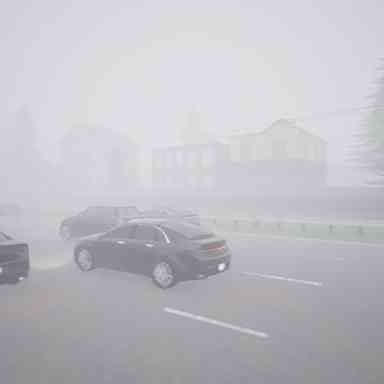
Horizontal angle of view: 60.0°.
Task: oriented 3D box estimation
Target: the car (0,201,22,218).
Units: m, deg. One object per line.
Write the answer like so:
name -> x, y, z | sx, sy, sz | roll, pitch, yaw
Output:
car -> -16.702, 1.497, 28.808 | 4.902, 1.511, 2.128 | 0, 0, 36

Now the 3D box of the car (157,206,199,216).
car -> -1.807, 1.494, 18.180 | 4.902, 1.511, 2.128 | 0, 0, 36

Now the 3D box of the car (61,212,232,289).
car -> -1.278, 1.506, 9.202 | 4.892, 1.490, 1.837 | 0, 0, 36

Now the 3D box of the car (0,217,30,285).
car -> -6.057, 1.479, 8.315 | 5.008, 1.535, 1.882 | 0, 0, 36

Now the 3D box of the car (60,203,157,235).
car -> -4.148, 1.355, 15.552 | 4.553, 1.767, 2.097 | 0, 0, 36
